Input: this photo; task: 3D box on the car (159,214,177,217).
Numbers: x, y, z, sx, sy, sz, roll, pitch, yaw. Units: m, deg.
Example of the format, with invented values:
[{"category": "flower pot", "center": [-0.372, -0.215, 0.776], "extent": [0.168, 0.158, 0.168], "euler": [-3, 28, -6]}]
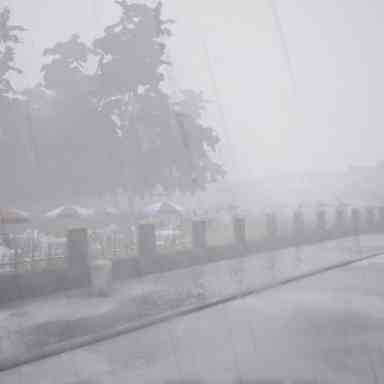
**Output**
[{"category": "car", "center": [-4.227, 4.606, 62.727], "extent": [1.895, 1.301, 4.718], "euler": [1, -4, -41]}]
